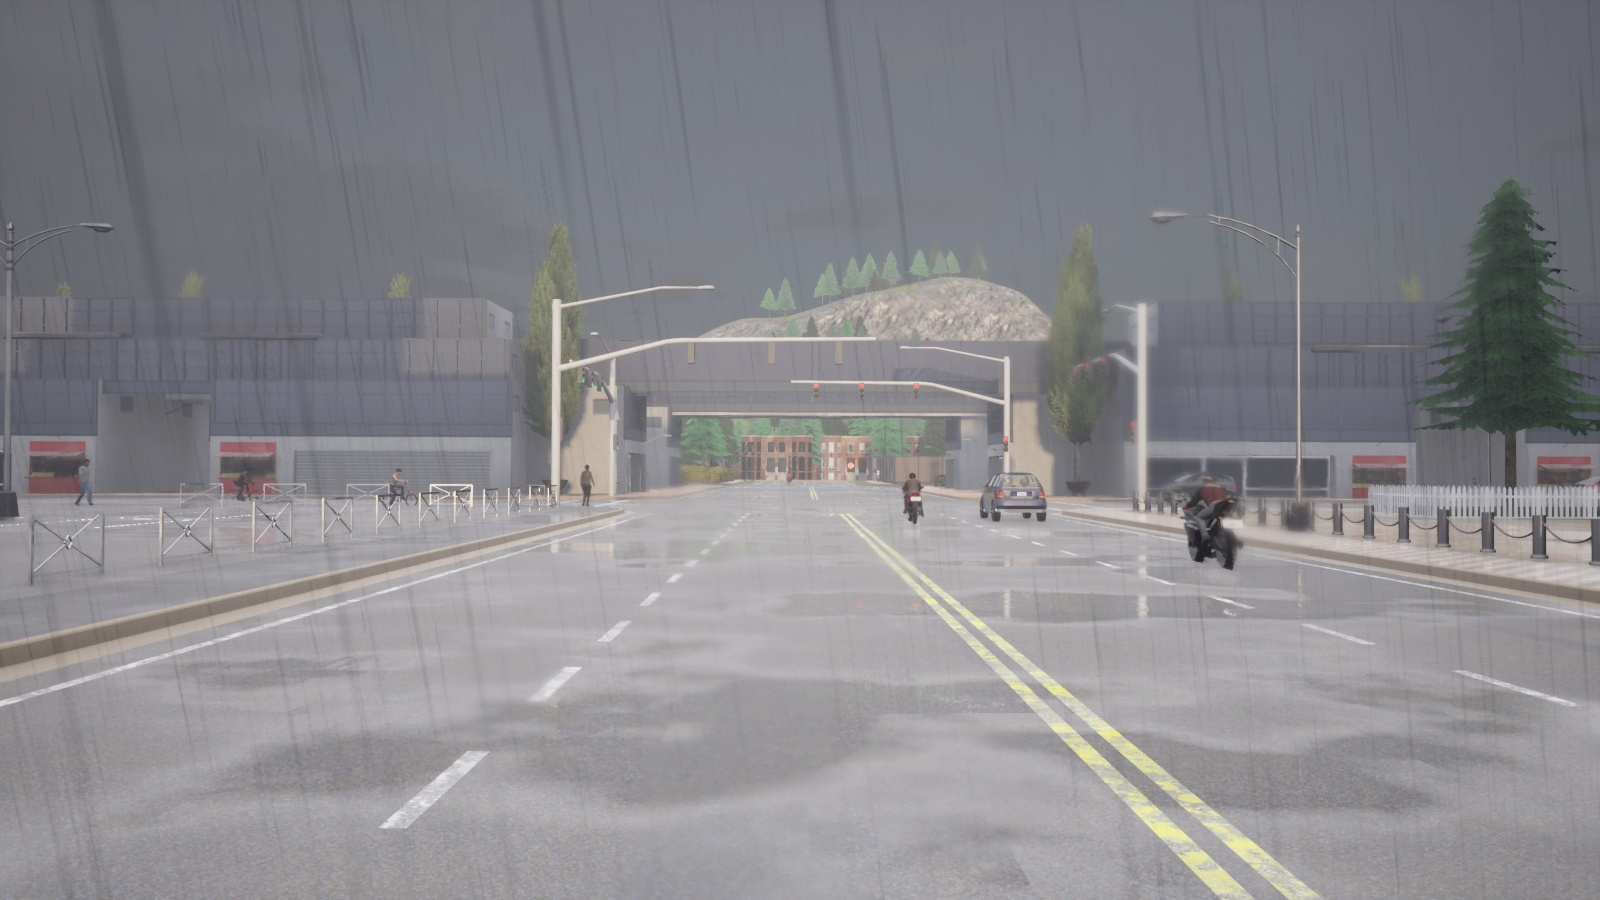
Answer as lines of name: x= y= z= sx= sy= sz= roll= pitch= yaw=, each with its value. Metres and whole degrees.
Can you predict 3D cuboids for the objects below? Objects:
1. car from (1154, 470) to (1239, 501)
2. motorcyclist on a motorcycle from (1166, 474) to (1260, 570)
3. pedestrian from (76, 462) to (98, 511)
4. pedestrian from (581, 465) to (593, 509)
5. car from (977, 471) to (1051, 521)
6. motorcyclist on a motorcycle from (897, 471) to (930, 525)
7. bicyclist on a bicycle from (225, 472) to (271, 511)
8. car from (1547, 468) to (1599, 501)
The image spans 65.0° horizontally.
car: x=19.926 y=1.772 z=63.184 sx=3.705 sy=1.549 sz=1.789 roll=0 pitch=-1 yaw=0
motorcyclist on a motorcycle: x=6.966 y=1.179 z=21.318 sx=0.866 sy=1.530 sz=2.191 roll=0 pitch=-1 yaw=0
pedestrian: x=-26.959 y=1.376 z=47.482 sx=0.706 sy=1.836 sz=0.354 roll=-1 pitch=-1 yaw=19
pedestrian: x=-8.816 y=1.521 z=52.052 sx=0.328 sy=1.805 sz=0.869 roll=0 pitch=-1 yaw=2
car: x=6.895 y=1.449 z=40.792 sx=1.789 sy=1.549 sz=3.705 roll=0 pitch=-1 yaw=0
motorcyclist on a motorcycle: x=3.393 y=1.418 z=37.739 sx=0.797 sy=1.523 sz=2.044 roll=0 pitch=0 yaw=0
bicyclist on a bicycle: x=-23.155 y=1.742 z=52.656 sx=1.656 sy=1.620 sz=0.582 roll=0 pitch=-1 yaw=1
car: x=38.361 y=1.608 z=59.682 sx=4.514 sy=1.525 sz=2.007 roll=0 pitch=-1 yaw=0
